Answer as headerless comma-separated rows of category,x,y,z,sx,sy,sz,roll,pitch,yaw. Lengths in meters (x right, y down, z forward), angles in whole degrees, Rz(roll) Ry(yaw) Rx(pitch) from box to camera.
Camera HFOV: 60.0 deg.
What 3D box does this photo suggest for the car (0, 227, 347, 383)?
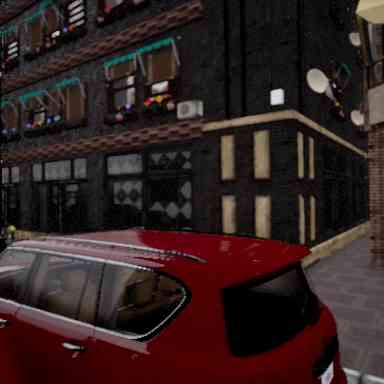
car,-1.034,1.329,3.628,5.009,1.841,2.192,0,-1,36
